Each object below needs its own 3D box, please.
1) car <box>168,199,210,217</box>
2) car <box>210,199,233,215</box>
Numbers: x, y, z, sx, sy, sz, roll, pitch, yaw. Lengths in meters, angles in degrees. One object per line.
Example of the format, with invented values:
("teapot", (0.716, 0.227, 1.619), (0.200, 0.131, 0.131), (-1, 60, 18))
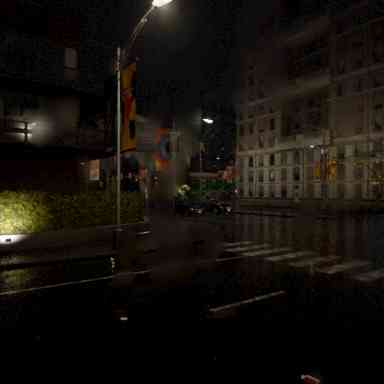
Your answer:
("car", (-0.621, 1.526, 32.112), (1.812, 1.442, 4.674), (0, 0, -35))
("car", (2.170, 1.491, 34.229), (2.128, 1.511, 4.902), (0, 0, -35))
